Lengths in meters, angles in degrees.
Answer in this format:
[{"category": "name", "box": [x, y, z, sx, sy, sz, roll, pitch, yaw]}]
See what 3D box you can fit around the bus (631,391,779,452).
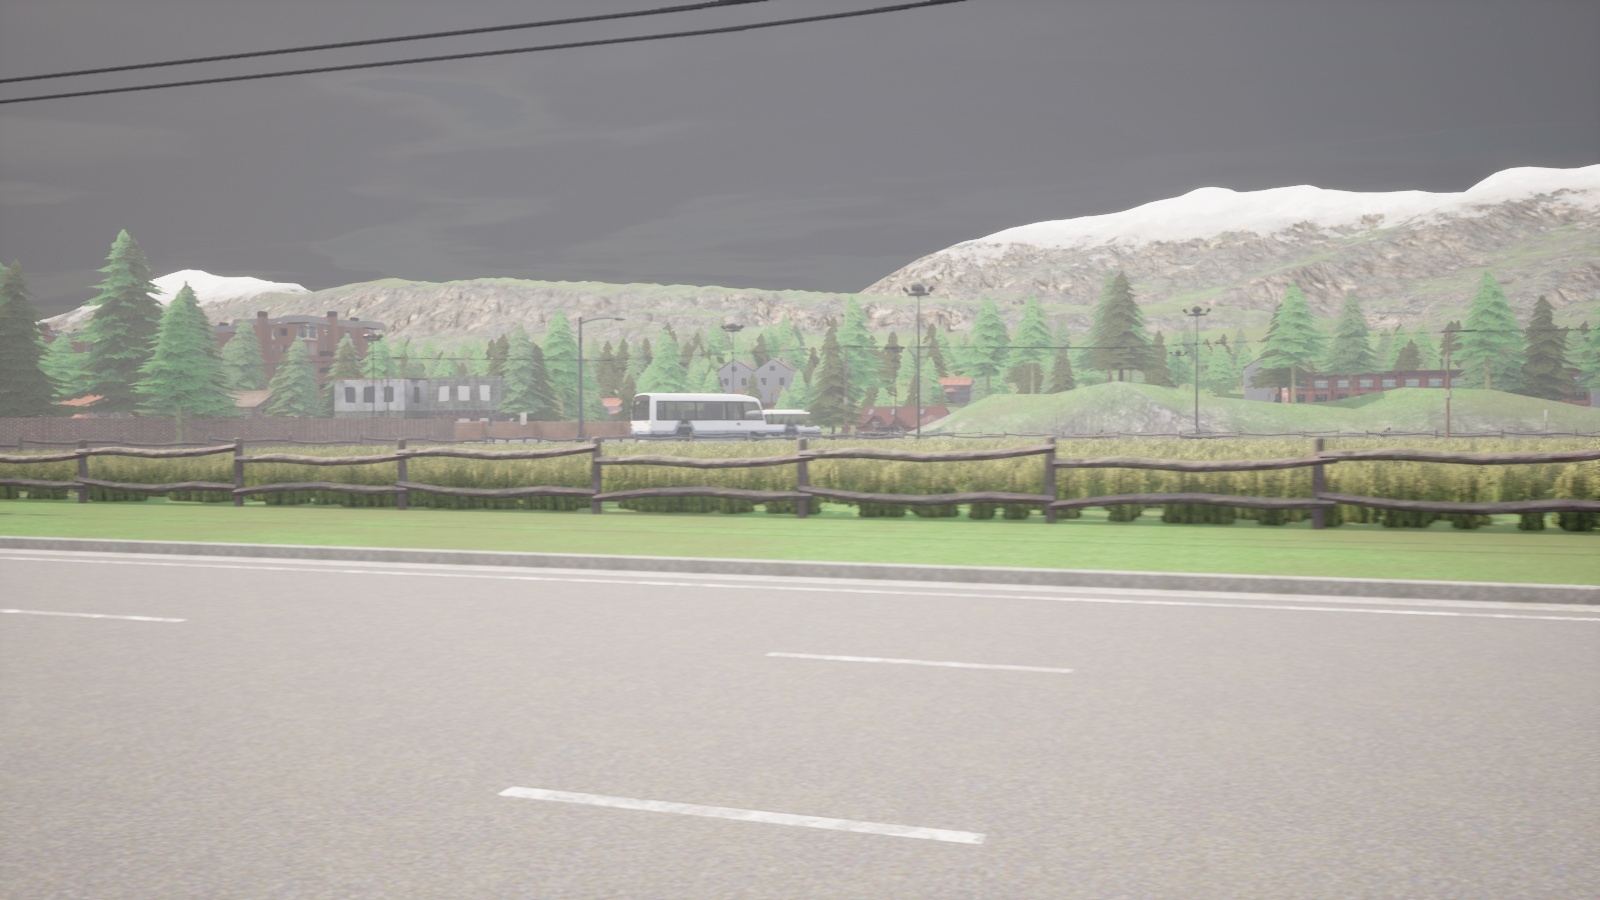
[{"category": "bus", "box": [-6.916, -2.057, 92.501, 10.273, 4.253, 3.944, 0, 1, -34]}]
